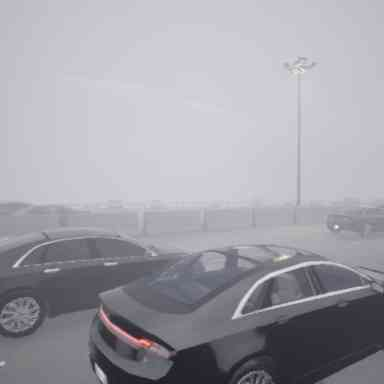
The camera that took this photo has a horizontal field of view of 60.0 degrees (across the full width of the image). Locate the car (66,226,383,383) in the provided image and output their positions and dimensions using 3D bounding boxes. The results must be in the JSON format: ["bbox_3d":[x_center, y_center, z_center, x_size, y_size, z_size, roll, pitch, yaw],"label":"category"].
[{"bbox_3d":[1.167,1.477,4.442,4.902,1.511,2.128,0,0,-34],"label":"car"}]

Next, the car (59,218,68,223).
[{"bbox_3d":[-5.628,1.544,8.275,4.718,1.301,1.895,0,0,-35],"label":"car"}]

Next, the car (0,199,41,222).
[{"bbox_3d":[-13.770,1.340,24.127,4.902,1.511,2.128,0,0,-34],"label":"car"}]

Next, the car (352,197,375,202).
[{"bbox_3d":[24.359,1.479,43.839,5.357,1.411,2.033,0,0,-20],"label":"car"}]

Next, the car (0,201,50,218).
[{"bbox_3d":[-14.587,1.432,27.832,4.718,1.301,1.895,0,0,-34],"label":"car"}]

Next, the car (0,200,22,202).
[{"bbox_3d":[-11.896,1.372,21.167,4.892,1.490,1.837,0,0,-34],"label":"car"}]

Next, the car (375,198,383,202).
[{"bbox_3d":[24.856,1.512,40.252,4.181,1.385,1.994,0,0,-20],"label":"car"}]

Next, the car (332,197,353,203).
[{"bbox_3d":[21.789,1.436,46.592,4.674,1.442,1.812,0,0,-21],"label":"car"}]

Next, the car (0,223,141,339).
[{"bbox_3d":[-1.951,1.470,6.539,4.892,1.490,1.837,0,0,-35],"label":"car"}]

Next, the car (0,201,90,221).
[{"bbox_3d":[-8.608,1.436,19.229,5.357,1.411,2.033,0,0,-34],"label":"car"}]

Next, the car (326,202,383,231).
[{"bbox_3d":[9.238,1.474,17.555,4.892,1.490,1.837,0,0,-29],"label":"car"}]
